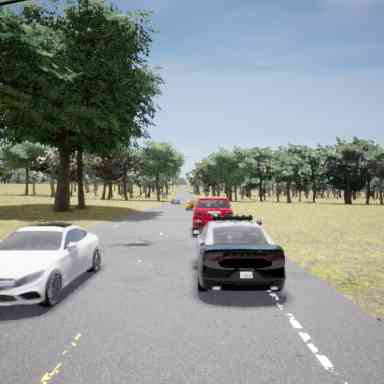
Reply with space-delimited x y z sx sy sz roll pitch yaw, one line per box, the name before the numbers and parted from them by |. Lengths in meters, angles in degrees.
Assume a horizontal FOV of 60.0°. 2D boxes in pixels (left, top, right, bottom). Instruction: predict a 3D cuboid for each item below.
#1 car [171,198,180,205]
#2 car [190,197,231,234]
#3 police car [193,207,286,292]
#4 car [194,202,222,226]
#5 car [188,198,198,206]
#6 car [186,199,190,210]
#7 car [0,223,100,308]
car | -3.425 1.979 69.395 2.128 1.511 4.902 0 -1 0
car | 1.105 1.274 19.056 2.150 2.045 5.566 0 0 0
police car | 1.076 1.436 9.132 1.930 1.638 5.238 0 0 0
car | 1.122 1.565 25.028 1.882 1.535 5.008 0 0 0
car | 0.109 1.959 64.244 1.812 1.442 4.674 0 -1 0
car | 0.159 1.745 46.959 1.882 1.535 5.008 0 -1 1
car | -3.577 1.533 8.065 1.812 1.442 4.674 0 0 0
